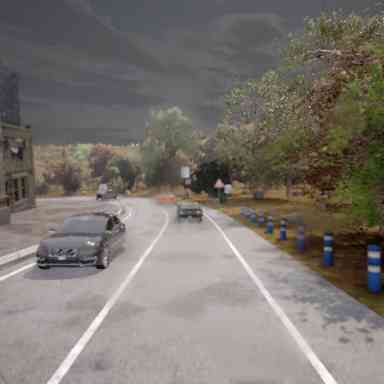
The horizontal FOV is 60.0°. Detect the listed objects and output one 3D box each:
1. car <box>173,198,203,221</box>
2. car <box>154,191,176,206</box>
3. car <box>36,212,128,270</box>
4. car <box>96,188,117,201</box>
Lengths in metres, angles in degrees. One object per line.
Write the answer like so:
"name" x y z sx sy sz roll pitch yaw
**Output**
"car" -0.279 1.413 25.636 1.895 1.301 4.718 0 2 -4
"car" -3.499 0.680 42.027 2.097 1.767 4.553 -2 2 -17
"car" -3.371 1.472 11.019 1.837 1.490 4.892 0 0 0
"car" -14.867 0.421 57.610 2.150 2.045 5.566 -5 3 -34
